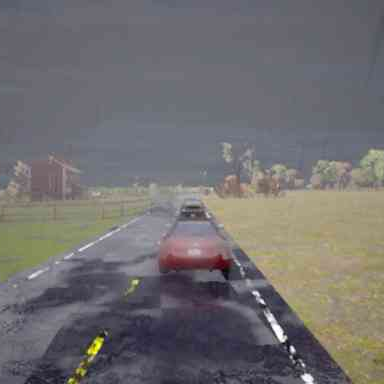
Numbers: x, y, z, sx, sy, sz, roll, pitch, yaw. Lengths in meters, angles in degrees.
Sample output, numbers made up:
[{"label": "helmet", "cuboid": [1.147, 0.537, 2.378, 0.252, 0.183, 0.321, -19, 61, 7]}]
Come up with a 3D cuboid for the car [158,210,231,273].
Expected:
[{"label": "car", "cuboid": [0.078, 1.480, 10.420, 1.994, 1.385, 4.181, 0, 0, 0]}]

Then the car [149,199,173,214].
[{"label": "car", "cuboid": [-2.844, 1.318, 31.319, 1.994, 1.385, 4.181, 0, 0, 0]}]

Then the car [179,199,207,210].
[{"label": "car", "cuboid": [0.074, 1.305, 25.232, 1.837, 1.490, 4.892, 0, 0, 0]}]
